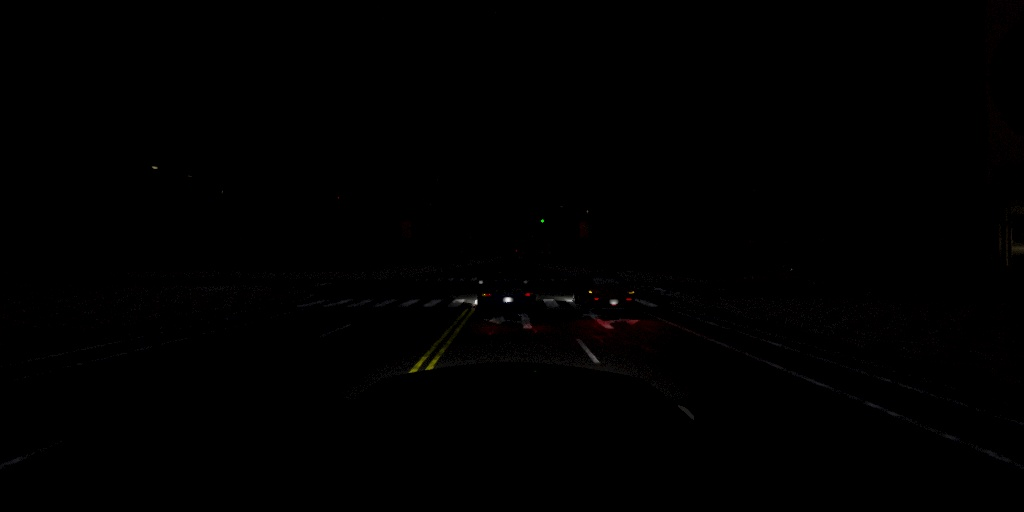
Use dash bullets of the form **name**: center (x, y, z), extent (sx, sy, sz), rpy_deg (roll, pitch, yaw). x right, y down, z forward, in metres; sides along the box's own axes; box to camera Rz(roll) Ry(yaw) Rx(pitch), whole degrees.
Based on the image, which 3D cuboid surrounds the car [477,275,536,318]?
- **car**: center (-0.309, 1.402, 13.578), extent (1.994, 1.385, 4.181), rpy_deg (0, 0, -5)

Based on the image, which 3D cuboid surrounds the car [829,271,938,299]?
- **car**: center (20.722, 1.721, 20.400), extent (4.507, 1.381, 1.888), rpy_deg (0, 0, 0)

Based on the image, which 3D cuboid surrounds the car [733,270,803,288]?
- **car**: center (20.581, 1.794, 28.927), extent (4.829, 1.417, 1.751), rpy_deg (0, 0, 0)

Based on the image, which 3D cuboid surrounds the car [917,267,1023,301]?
- **car**: center (25.809, 1.560, 20.382), extent (5.009, 1.841, 2.192), rpy_deg (0, 0, 0)

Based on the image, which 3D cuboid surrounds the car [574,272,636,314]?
- **car**: center (3.562, 1.368, 14.244), extent (1.812, 1.442, 4.674), rpy_deg (0, 0, 4)
